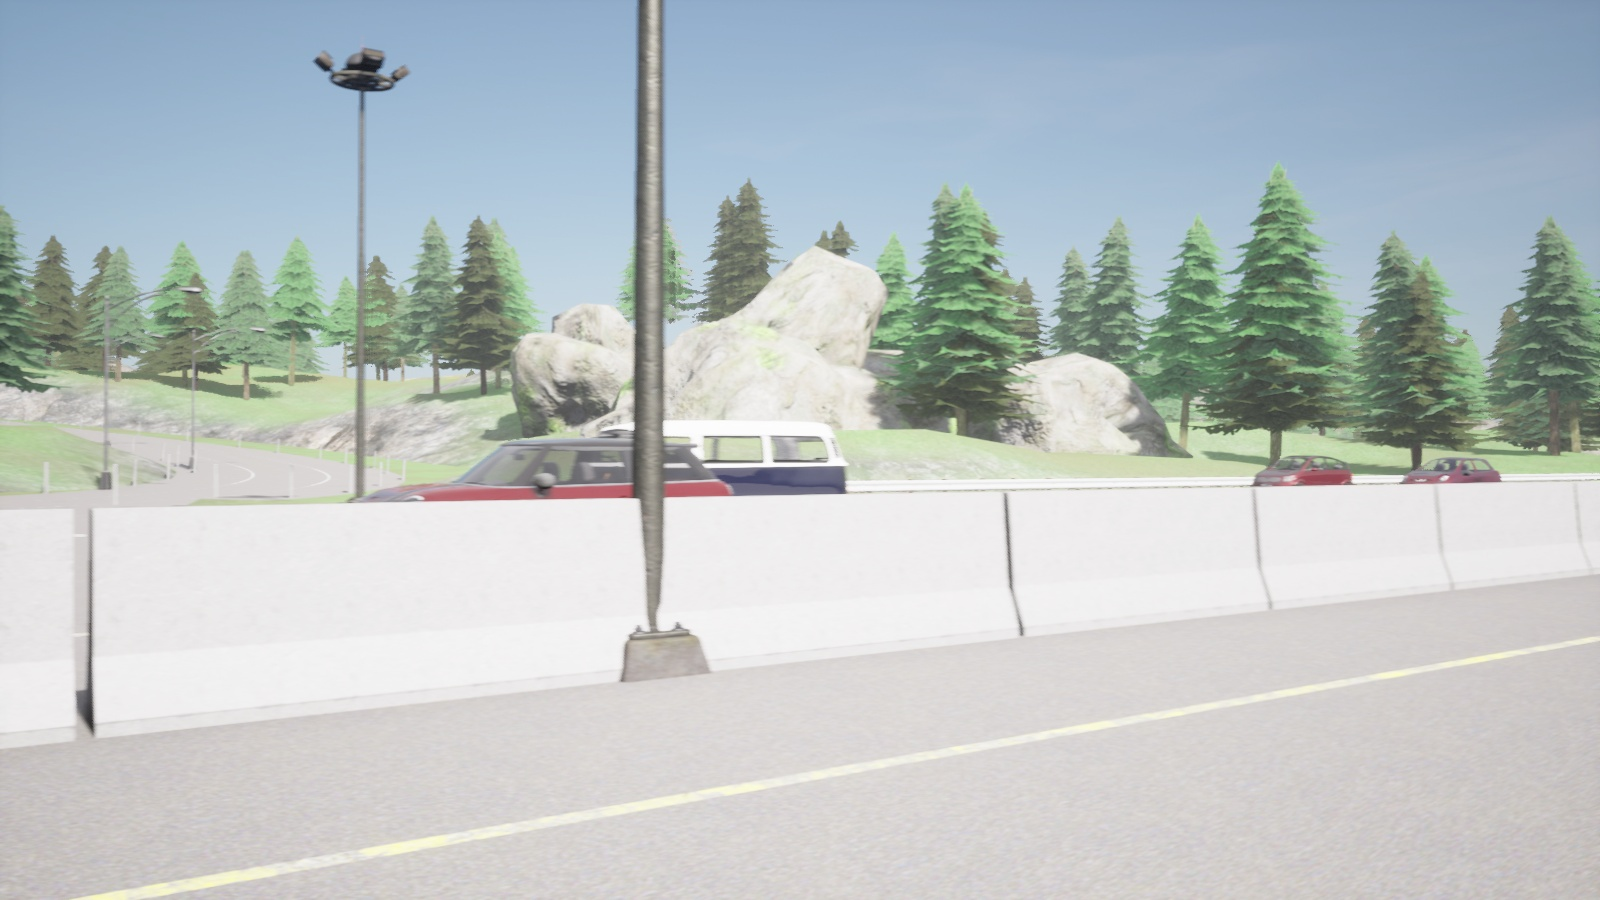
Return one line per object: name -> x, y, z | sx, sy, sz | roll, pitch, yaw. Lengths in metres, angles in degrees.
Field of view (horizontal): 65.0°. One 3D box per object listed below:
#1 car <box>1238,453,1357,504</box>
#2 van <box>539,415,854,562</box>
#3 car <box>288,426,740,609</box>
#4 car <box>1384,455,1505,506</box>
car -> 16.009, 0.883, 40.385 | 3.705, 1.549, 1.789 | 0, 0, -35
van -> -1.564, 0.545, 19.628 | 4.480, 2.038, 2.069 | 0, 0, -35
car -> -3.164, 0.659, 14.250 | 4.553, 1.767, 2.097 | 0, 0, -35
car -> 19.972, 0.913, 38.879 | 3.633, 1.501, 1.845 | 0, 0, -35
